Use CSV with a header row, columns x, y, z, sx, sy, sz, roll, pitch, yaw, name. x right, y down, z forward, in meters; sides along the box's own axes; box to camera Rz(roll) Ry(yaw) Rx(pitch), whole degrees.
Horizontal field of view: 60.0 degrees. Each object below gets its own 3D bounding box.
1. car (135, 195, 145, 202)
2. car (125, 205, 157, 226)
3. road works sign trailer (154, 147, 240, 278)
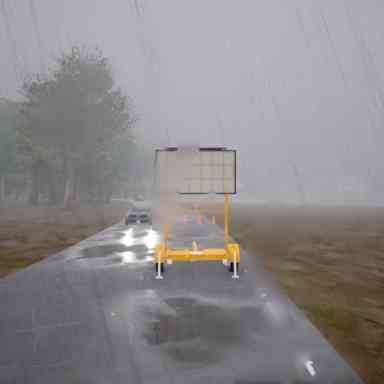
x,y,z,sx,sy,sz,roll,pitch,yaw,name
-11.879,1.547,75.806,1.882,1.535,5.008,0,0,-15,car
-3.521,1.599,23.365,1.895,1.301,4.718,0,0,-3,car
0.109,0.464,10.097,2.380,3.560,2.880,0,0,-1,road works sign trailer
